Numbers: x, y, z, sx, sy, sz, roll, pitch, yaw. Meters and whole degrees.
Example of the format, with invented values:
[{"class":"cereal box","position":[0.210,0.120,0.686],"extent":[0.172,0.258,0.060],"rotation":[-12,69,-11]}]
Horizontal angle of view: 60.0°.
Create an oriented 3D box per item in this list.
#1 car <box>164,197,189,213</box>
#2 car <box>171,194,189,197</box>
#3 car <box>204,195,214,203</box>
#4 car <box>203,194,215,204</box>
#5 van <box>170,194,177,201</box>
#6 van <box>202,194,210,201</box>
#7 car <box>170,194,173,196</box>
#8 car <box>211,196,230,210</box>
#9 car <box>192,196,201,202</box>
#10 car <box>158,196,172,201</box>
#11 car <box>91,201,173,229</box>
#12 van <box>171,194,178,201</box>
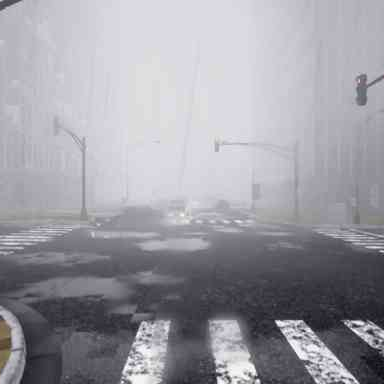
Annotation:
[{"class":"car","position":[-1.641,1.562,37.776],"extent":[2.033,1.411,5.357],"rotation":[0,0,0]},{"class":"car","position":[-1.738,1.500,51.021],"extent":[2.128,1.511,4.902],"rotation":[0,0,0]},{"class":"car","position":[3.531,1.432,69.459],"extent":[1.967,1.590,4.097],"rotation":[0,0,0]},{"class":"car","position":[3.572,1.313,63.930],"extent":[2.192,1.841,5.009],"rotation":[0,0,0]},{"class":"van","position":[-4.433,1.321,80.454],"extent":[1.690,1.788,3.998],"rotation":[0,0,0]},{"class":"van","position":[3.447,1.321,80.513],"extent":[1.690,1.788,3.998],"rotation":[0,0,0]},{"class":"car","position":[-4.308,1.563,63.871],"extent":[1.947,1.339,4.313],"rotation":[0,0,0]},{"class":"car","position":[3.788,1.579,41.822],"extent":[1.947,1.339,4.313],"rotation":[0,0,0]},{"class":"car","position":[0.942,1.512,73.102],"extent":[1.812,1.442,4.674],"rotation":[0,0,0]},{"class":"car","position":[-4.183,1.592,47.289],"extent":[1.802,1.307,4.206],"rotation":[0,0,0]},{"class":"car","position":[-3.958,1.562,21.906],"extent":[2.033,1.411,5.357],"rotation":[1,0,37]},{"class":"van","position":[-4.475,1.315,85.981],"extent":[1.690,1.788,3.998],"rotation":[0,0,0]}]
